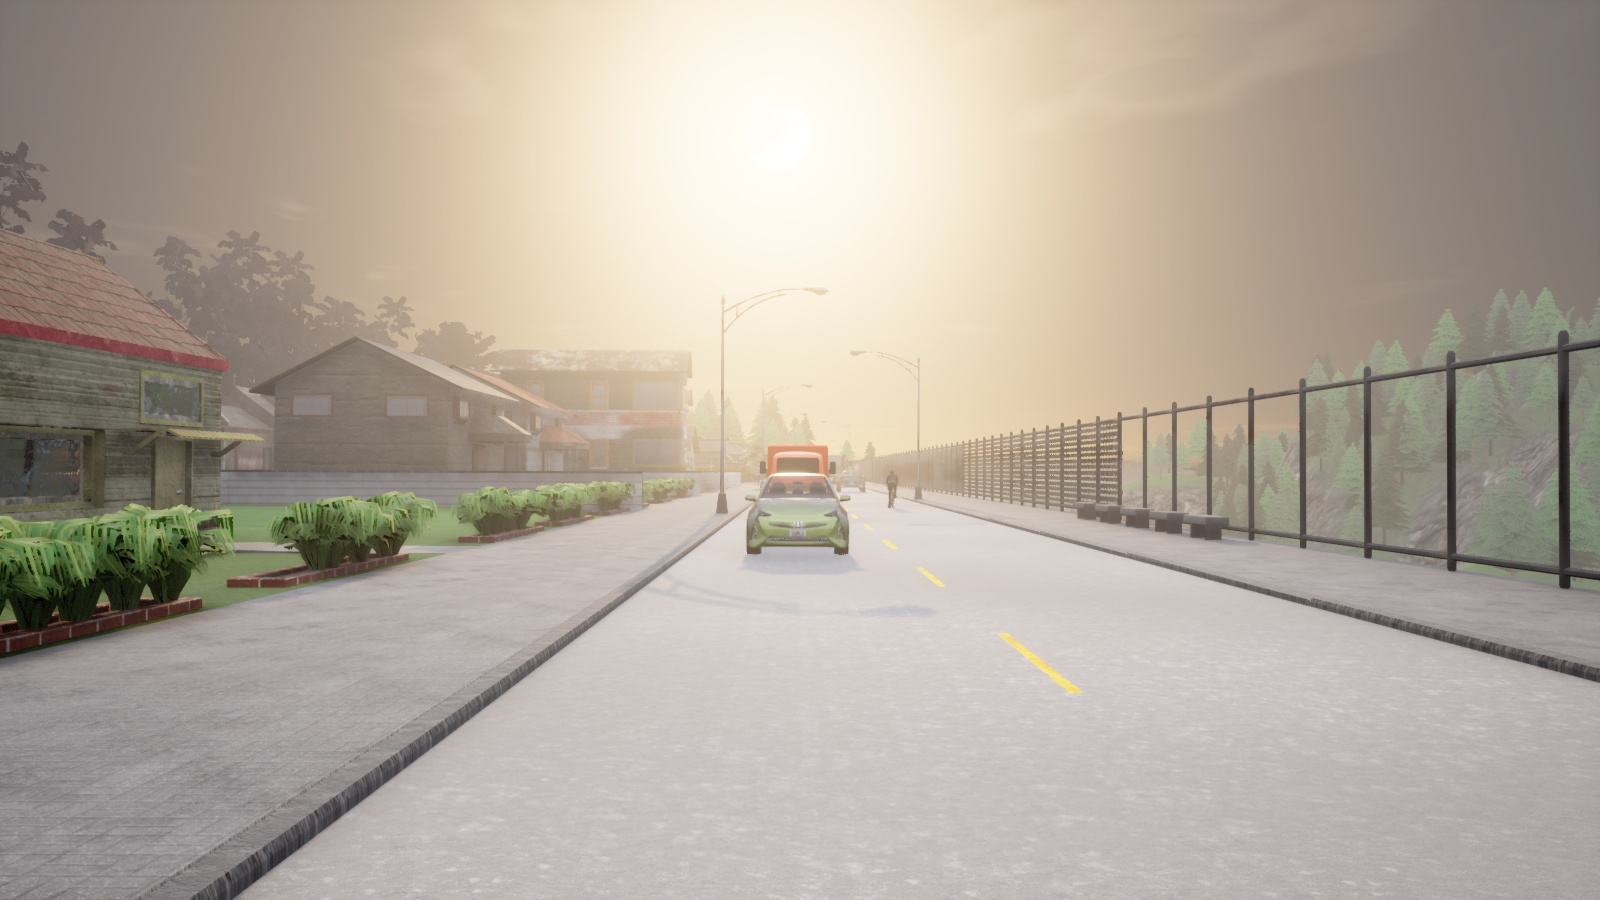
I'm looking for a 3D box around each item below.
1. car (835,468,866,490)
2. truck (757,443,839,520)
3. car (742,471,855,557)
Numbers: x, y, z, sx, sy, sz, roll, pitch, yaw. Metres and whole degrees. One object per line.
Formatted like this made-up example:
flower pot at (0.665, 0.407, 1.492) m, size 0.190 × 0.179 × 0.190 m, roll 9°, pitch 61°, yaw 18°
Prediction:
car at (3.831, 2.175, 95.351) m, size 2.152 × 1.651 × 5.027 m, roll 0°, pitch -1°, yaw 0°
truck at (-0.071, 1.051, 43.181) m, size 2.627 × 2.467 × 5.204 m, roll 0°, pitch -1°, yaw 0°
car at (-0.035, 1.173, 24.579) m, size 2.007 × 1.525 × 4.514 m, roll 0°, pitch -1°, yaw 0°
